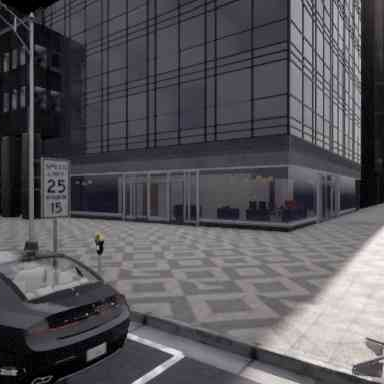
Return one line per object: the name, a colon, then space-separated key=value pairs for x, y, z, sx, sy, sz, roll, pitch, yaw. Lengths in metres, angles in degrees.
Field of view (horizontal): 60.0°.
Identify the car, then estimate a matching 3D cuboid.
car: x=-2.842 y=1.549 z=4.989 sx=4.403 sy=1.369 sz=2.008 roll=0 pitch=0 yaw=35
